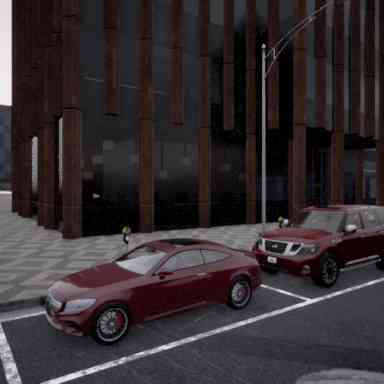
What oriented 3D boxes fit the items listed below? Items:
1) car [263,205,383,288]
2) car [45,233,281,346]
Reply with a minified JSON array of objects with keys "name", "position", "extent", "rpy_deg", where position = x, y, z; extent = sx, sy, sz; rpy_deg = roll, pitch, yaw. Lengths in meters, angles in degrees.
[{"name":"car","position":[3.975,1.315,9.438],"extent":[5.009,1.841,2.192],"rpy_deg":[0,0,-35]},{"name":"car","position":[-0.481,1.582,6.289],"extent":[4.206,1.307,1.802],"rpy_deg":[0,0,-35]}]
